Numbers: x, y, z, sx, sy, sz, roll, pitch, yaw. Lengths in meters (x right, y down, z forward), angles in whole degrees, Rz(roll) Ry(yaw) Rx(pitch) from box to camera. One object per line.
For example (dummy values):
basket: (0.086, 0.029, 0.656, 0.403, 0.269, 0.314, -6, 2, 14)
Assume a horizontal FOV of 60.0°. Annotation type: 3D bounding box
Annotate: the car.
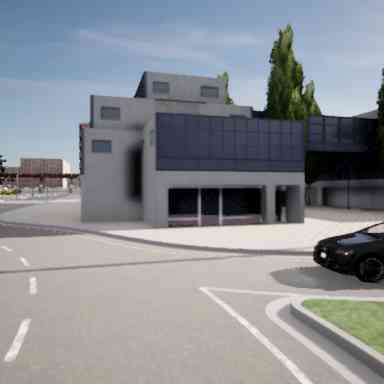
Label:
car: (5.492, 1.485, 8.856, 4.181, 1.385, 1.994, 0, 0, -1)
